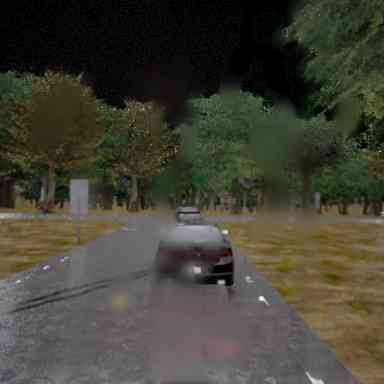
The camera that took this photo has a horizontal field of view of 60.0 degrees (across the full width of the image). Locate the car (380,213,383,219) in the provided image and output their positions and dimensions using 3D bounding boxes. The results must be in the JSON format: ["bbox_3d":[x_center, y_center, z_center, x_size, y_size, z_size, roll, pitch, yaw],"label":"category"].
[{"bbox_3d":[26.430,2.918,42.080,4.718,1.301,1.895,2,-1,-13],"label":"car"}]

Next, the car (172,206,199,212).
[{"bbox_3d":[-0.397,1.809,24.778,2.128,1.511,4.902,0,-1,-7],"label":"car"}]

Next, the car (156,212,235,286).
[{"bbox_3d":[0.081,1.568,9.728,1.882,1.535,5.008,0,0,0],"label":"car"}]
